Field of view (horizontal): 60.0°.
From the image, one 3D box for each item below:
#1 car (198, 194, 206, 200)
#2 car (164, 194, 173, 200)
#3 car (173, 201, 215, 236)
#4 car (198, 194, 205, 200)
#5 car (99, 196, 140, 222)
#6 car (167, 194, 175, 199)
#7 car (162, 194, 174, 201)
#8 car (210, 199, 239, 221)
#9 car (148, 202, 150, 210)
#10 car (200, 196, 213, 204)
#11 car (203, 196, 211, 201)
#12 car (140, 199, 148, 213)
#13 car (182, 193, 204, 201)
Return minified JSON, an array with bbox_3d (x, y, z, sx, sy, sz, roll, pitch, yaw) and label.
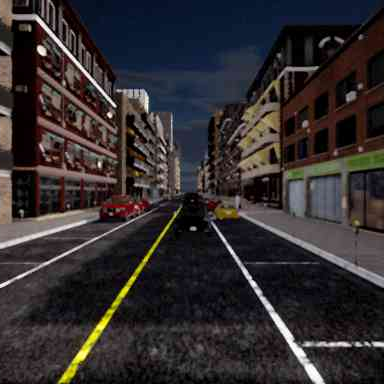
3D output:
[{"bbox_3d":[2.517,1.301,82.649,1.752,1.417,4.829,0,0,0],"label":"car"},{"bbox_3d":[-5.864,1.329,82.465,2.008,1.369,4.403,0,0,0],"label":"car"},{"bbox_3d":[0.058,1.460,18.072,1.837,1.490,4.892,0,1,0],"label":"car"},{"bbox_3d":[2.505,1.326,88.115,1.947,1.339,4.313,0,0,0],"label":"car"},{"bbox_3d":[-5.742,1.248,26.103,2.192,1.841,5.009,0,0,0],"label":"car"},{"bbox_3d":[-5.888,1.291,93.738,1.887,1.381,4.507,0,0,0],"label":"car"},{"bbox_3d":[-5.852,1.345,76.828,2.008,1.369,4.403,0,0,0],"label":"car"},{"bbox_3d":[2.637,1.456,26.287,1.752,1.417,4.829,0,0,0],"label":"car"},{"bbox_3d":[-5.767,1.448,37.376,1.887,1.381,4.507,0,0,0],"label":"car"},{"bbox_3d":[2.565,1.390,59.934,2.008,1.369,4.403,0,0,0],"label":"car"},{"bbox_3d":[2.613,1.446,37.390,1.887,1.381,4.507,0,0,0],"label":"car"},{"bbox_3d":[-5.755,1.358,31.739,1.967,1.590,4.097,0,0,0],"label":"car"},{"bbox_3d":[0.012,1.117,39.545,2.150,2.045,5.566,0,0,-1],"label":"car"}]
